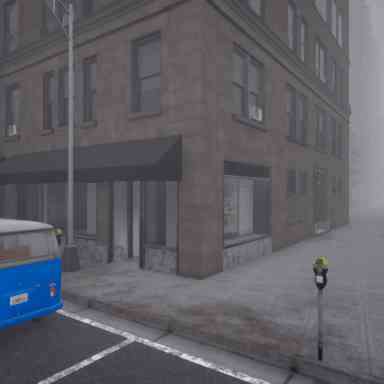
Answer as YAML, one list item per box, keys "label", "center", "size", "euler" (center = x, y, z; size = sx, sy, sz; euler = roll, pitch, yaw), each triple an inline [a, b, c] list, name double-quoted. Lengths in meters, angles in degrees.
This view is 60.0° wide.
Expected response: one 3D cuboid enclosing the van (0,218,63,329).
- label: "van"
  center: [-4.055, 1.340, 5.973]
  size: [3.998, 1.788, 1.690]
  euler: [0, 0, 36]
